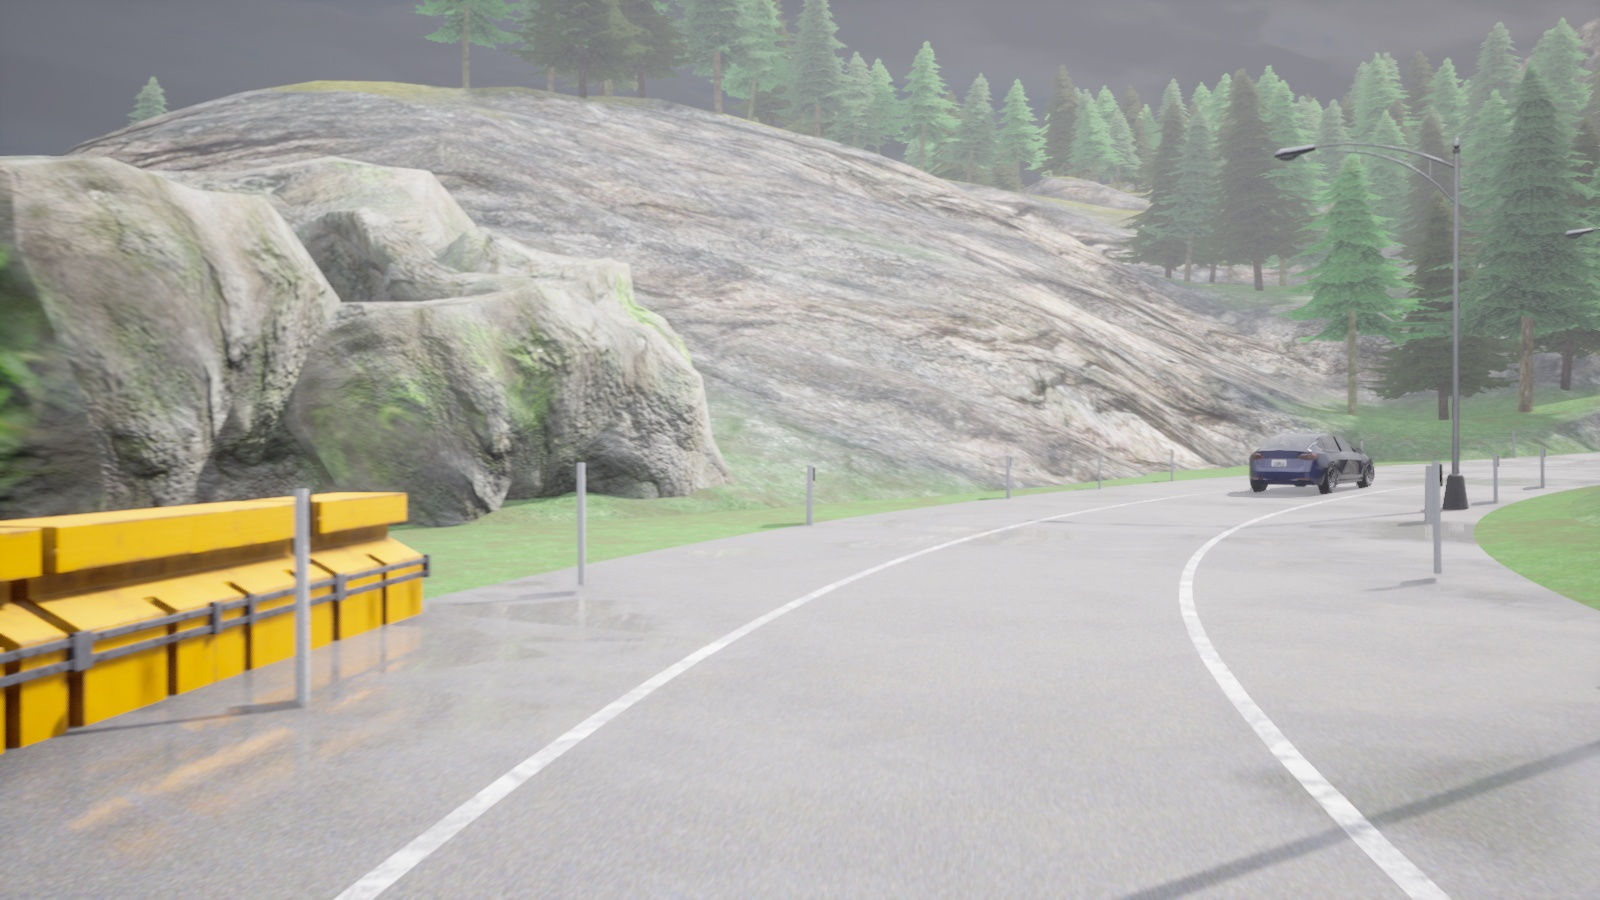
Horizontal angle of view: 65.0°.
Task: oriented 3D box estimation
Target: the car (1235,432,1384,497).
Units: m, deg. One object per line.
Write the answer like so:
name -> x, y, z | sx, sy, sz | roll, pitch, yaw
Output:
car -> 13.292, 0.319, 32.618 | 2.163, 1.488, 4.792 | 0, 2, 41
